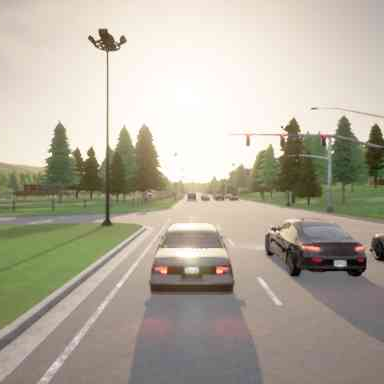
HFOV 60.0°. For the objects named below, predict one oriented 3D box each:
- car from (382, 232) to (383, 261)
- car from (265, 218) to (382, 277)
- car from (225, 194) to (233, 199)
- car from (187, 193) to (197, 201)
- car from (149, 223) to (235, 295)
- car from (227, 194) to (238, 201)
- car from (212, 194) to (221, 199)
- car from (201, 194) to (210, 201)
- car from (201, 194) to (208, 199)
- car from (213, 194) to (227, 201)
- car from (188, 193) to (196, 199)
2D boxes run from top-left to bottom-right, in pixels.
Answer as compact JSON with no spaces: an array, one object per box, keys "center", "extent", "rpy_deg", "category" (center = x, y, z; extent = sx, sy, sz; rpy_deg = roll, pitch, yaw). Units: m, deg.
[{"center":[7.004,1.560,9.610],"extent":[1.994,1.385,4.181],"rpy_deg":[0,0,1],"category":"car"},{"center":[3.515,1.522,10.149],"extent":[1.812,1.442,4.674],"rpy_deg":[0,0,0],"category":"car"},{"center":[10.460,1.318,93.981],"extent":[1.812,1.442,4.674],"rpy_deg":[0,0,0],"category":"car"},{"center":[-0.036,1.183,83.586],"extent":[2.150,2.045,5.566],"rpy_deg":[0,0,0],"category":"car"},{"center":[0.001,1.544,8.871],"extent":[2.033,1.411,5.357],"rpy_deg":[0,0,0],"category":"car"},{"center":[10.464,1.553,84.007],"extent":[1.895,1.301,4.718],"rpy_deg":[0,0,0],"category":"car"},{"center":[6.960,1.334,93.979],"extent":[2.033,1.411,5.357],"rpy_deg":[0,0,0],"category":"car"},{"center":[3.464,1.497,83.558],"extent":[2.033,1.411,5.357],"rpy_deg":[0,0,0],"category":"car"},{"center":[3.460,1.272,93.977],"extent":[1.882,1.535,5.008],"rpy_deg":[0,0,0],"category":"car"},{"center":[6.964,1.313,83.946],"extent":[2.097,1.767,4.553],"rpy_deg":[0,0,0],"category":"car"},{"center":[-0.040,1.149,93.946],"extent":[2.097,1.767,4.553],"rpy_deg":[0,0,0],"category":"car"}]
